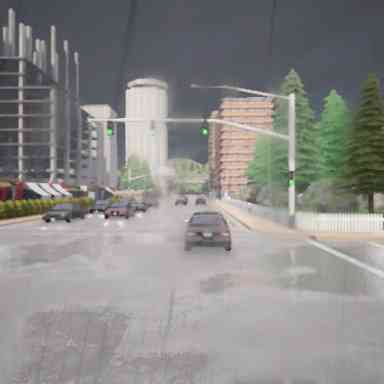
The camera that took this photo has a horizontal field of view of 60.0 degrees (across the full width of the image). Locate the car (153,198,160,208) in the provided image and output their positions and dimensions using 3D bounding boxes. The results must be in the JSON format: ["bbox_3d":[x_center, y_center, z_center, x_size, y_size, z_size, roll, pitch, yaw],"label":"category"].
[{"bbox_3d":[-5.746,1.590,47.199,1.994,1.385,4.181,0,0,2],"label":"car"}]

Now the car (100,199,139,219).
[{"bbox_3d":[-6.185,1.577,28.880,1.994,1.385,4.181,0,0,1],"label":"car"}]

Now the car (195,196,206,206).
[{"bbox_3d":[1.498,1.543,57.318,1.837,1.490,4.892,0,0,1],"label":"car"}]

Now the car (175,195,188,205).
[{"bbox_3d":[-1.891,1.562,57.465,1.812,1.442,4.674,0,0,1],"label":"car"}]

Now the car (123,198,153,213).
[{"bbox_3d":[-6.002,1.583,37.245,1.994,1.385,4.181,0,0,1],"label":"car"}]

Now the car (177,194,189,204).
[{"bbox_3d":[-1.811,1.394,66.605,2.097,1.767,4.553,0,0,1],"label":"car"}]

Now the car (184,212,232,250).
[{"bbox_3d":[0.650,1.558,14.279,2.033,1.411,5.357,0,0,2],"label":"car"}]

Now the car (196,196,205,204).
[{"bbox_3d":[1.688,1.556,66.536,1.837,1.490,4.892,0,0,1],"label":"car"}]

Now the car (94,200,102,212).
[{"bbox_3d":[-9.532,1.562,36.111,2.033,1.411,5.357,0,0,1],"label":"car"}]

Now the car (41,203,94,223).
[{"bbox_3d":[-9.748,1.556,26.069,2.033,1.411,5.357,0,0,1],"label":"car"}]
